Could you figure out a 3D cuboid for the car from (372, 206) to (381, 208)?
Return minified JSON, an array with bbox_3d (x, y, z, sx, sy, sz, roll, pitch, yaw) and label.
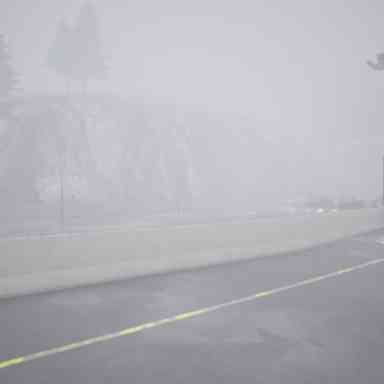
[{"bbox_3d":[21.261,1.186,36.432,2.128,1.511,4.902,0,0,44],"label":"car"}]
